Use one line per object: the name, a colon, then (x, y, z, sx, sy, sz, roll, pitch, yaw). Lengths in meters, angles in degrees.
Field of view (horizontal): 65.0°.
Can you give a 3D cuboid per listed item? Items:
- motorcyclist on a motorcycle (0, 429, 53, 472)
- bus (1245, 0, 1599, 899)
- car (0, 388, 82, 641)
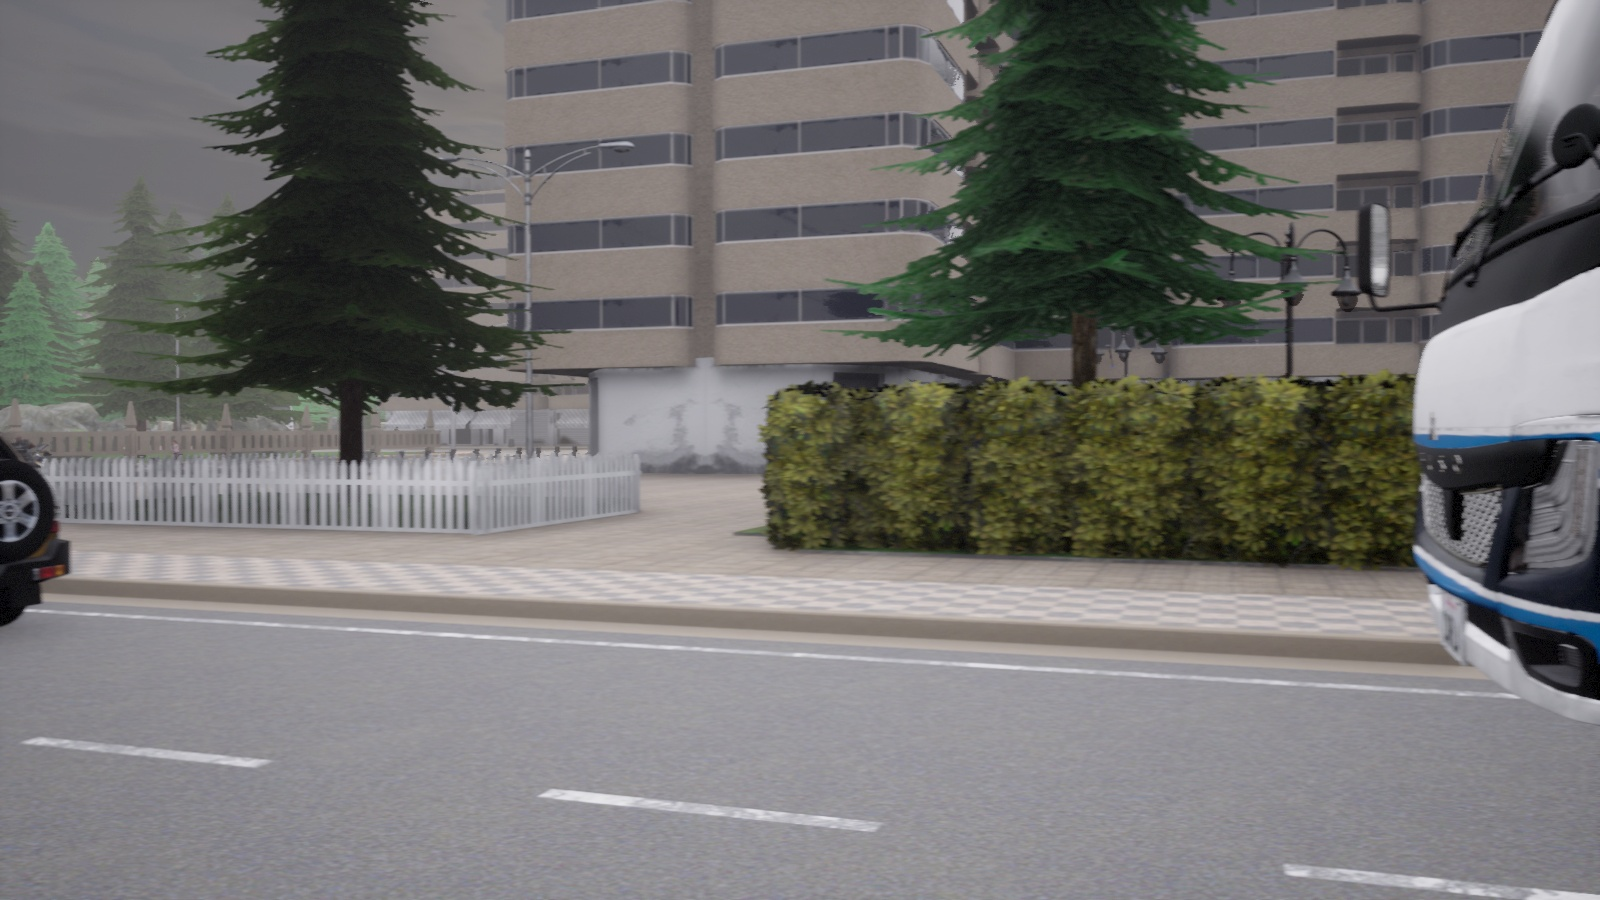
motorcyclist on a motorcycle: (-29.166, 0.000, 46.824, 0.866, 1.530, 2.191, 1, 1, 19)
bus: (7.068, -0.595, 4.461, 10.273, 4.253, 3.944, 1, 1, 19)
car: (-8.130, 0.457, 9.690, 4.605, 1.855, 1.932, 1, 1, 19)
